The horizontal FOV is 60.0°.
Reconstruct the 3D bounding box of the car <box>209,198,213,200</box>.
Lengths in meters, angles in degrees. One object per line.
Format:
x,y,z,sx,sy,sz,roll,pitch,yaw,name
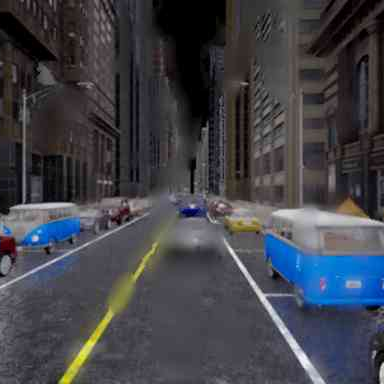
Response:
2.749,1.586,35.623,1.802,1.307,4.206,0,0,0,car

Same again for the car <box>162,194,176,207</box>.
-3.099,1.488,50.602,1.882,1.535,5.008,0,0,0,car

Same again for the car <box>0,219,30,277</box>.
-5.765,1.545,7.515,1.887,1.381,4.507,0,0,0,car

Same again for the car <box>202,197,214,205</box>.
2.740,1.561,58.099,1.887,1.381,4.507,0,0,0,car

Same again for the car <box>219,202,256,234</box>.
2.756,1.527,18.937,1.752,1.417,4.829,0,0,0,car

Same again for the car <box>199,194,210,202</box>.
2.734,1.342,74.955,2.192,1.841,5.009,0,0,0,car

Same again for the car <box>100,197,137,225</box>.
-5.771,1.317,24.371,2.192,1.841,5.009,0,0,0,car

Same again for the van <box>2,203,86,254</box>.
-5.767,1.342,13.134,1.690,1.788,3.998,0,0,0,van

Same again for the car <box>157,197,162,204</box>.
-5.787,1.601,63.699,1.802,1.307,4.206,0,0,0,car

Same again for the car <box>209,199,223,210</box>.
2.751,1.585,30.005,1.802,1.307,4.206,0,0,0,car

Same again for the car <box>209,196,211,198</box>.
2.747,1.531,41.412,1.752,1.417,4.829,0,0,0,car

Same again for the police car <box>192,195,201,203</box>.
0.873,1.449,70.887,1.930,1.638,5.238,0,0,0,police car

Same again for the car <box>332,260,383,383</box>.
2.762,1.551,1.911,2.008,1.369,4.403,0,0,0,car

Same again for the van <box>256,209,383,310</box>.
2.760,1.342,7.530,1.690,1.788,3.998,0,0,0,van

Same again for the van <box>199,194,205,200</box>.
2.727,1.381,91.812,1.690,1.788,3.998,0,0,0,van

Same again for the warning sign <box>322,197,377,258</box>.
5.063,1.116,10.779,1.300,1.860,1.060,0,0,0,warning sign

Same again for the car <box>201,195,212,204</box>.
2.738,1.460,63.718,1.967,1.590,4.097,0,0,0,car

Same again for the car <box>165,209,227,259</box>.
0.057,1.564,12.708,1.994,1.385,4.181,0,0,0,car

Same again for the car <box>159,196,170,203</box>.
-5.789,1.589,69.318,1.947,1.339,4.313,0,0,0,car

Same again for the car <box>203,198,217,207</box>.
2.742,1.578,52.480,1.947,1.339,4.313,0,0,0,car

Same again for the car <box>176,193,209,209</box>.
0.053,1.226,27.776,2.150,2.045,5.566,0,0,0,car

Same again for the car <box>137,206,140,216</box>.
-5.774,1.528,29.819,1.752,1.417,4.829,0,0,0,car

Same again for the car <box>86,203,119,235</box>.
-5.769,1.552,18.752,2.008,1.369,4.403,0,0,0,car
